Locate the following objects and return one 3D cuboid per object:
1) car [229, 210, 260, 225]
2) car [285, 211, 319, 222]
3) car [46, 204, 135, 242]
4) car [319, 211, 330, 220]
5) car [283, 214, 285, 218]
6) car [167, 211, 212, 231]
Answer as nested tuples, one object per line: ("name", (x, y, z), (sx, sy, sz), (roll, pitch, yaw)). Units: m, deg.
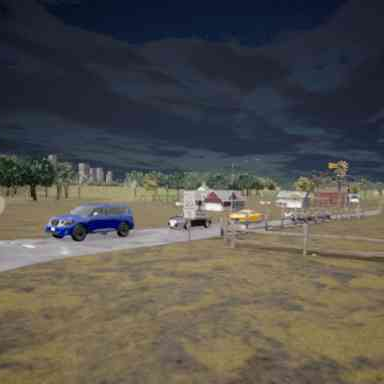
("car", (5.891, 2.765, 36.927), (1.882, 1.535, 5.008), (1, -2, 36))
("car", (14.747, 3.280, 44.349), (2.033, 1.411, 5.357), (1, -2, 36))
("car", (-5.958, 1.761, 20.305), (2.150, 2.045, 5.566), (1, -2, 35))
("car", (20.467, 3.647, 52.450), (2.033, 1.411, 5.357), (1, -2, 36))
("car", (14.822, 3.462, 49.278), (1.895, 1.301, 4.718), (1, -2, 36))
("car", (-0.110, 2.397, 28.537), (2.128, 1.511, 4.902), (1, -2, 36))
